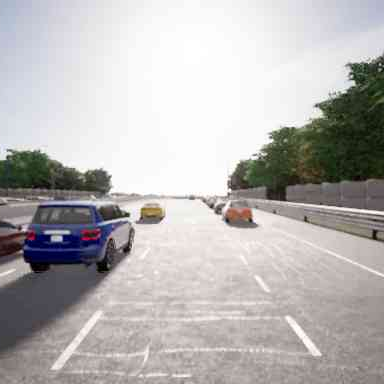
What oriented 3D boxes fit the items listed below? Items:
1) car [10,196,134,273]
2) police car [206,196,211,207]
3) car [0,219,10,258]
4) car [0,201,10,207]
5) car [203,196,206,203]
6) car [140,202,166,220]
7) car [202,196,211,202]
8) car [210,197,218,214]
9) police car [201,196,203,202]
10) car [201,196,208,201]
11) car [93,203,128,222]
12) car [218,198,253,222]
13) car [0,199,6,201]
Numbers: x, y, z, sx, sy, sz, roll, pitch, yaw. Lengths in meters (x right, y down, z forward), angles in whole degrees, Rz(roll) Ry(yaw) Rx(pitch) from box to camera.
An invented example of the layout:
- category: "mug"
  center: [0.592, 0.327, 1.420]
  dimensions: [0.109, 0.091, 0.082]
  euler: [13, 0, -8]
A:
- category: "car"
  center: [-3.401, 1.274, 11.059]
  dimensions: [2.150, 2.045, 5.566]
  euler: [0, 0, 0]
- category: "police car"
  center: [3.501, 1.603, 48.724]
  dimensions: [2.038, 1.542, 4.974]
  euler: [0, 0, 0]
- category: "car"
  center: [-6.900, 1.578, 11.092]
  dimensions: [1.812, 1.442, 4.674]
  euler: [0, 0, 0]
- category: "car"
  center: [-17.596, 1.701, 27.913]
  dimensions: [1.895, 1.301, 4.718]
  euler: [0, 0, 0]
- category: "car"
  center: [3.501, 1.563, 59.741]
  dimensions: [1.882, 1.535, 5.008]
  euler: [0, 0, 0]
- category: "car"
  center: [-3.400, 1.581, 29.552]
  dimensions: [1.882, 1.535, 5.008]
  euler: [0, 0, 0]
- category: "car"
  center: [3.501, 1.700, 81.804]
  dimensions: [2.163, 1.488, 4.792]
  euler: [0, -1, 0]
- category: "car"
  center: [3.500, 1.600, 37.709]
  dimensions: [2.128, 1.511, 4.902]
  euler: [0, 0, 0]
- category: "police car"
  center: [3.501, 1.620, 70.759]
  dimensions: [2.038, 1.542, 4.974]
  euler: [0, 0, 0]
- category: "car"
  center: [3.501, 1.787, 92.977]
  dimensions: [1.801, 1.575, 5.366]
  euler: [0, -1, 0]
- category: "car"
  center: [-6.900, 1.666, 28.623]
  dimensions: [1.994, 1.385, 4.181]
  euler: [0, 0, 0]
- category: "car"
  center: [3.600, 1.453, 27.180]
  dimensions: [2.097, 1.767, 4.553]
  euler: [0, 0, 0]
- category: "car"
  center: [-24.584, 1.609, 41.243]
  dimensions: [1.837, 1.490, 4.892]
  euler: [0, 0, 0]
